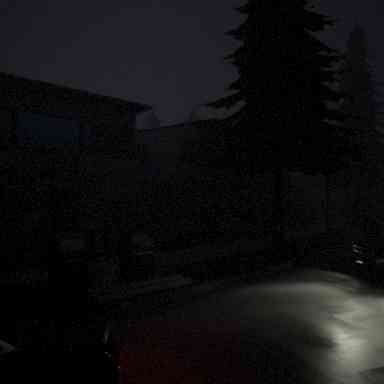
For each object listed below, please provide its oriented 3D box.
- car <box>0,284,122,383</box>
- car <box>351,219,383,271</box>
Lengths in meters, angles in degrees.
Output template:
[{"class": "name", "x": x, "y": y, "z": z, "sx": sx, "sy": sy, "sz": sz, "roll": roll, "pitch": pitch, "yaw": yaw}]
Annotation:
[{"class": "car", "x": -2.914, "y": 1.502, "z": 2.182, "sx": 4.902, "sy": 1.511, "sz": 2.128, "roll": 0, "pitch": 0, "yaw": -36}, {"class": "car", "x": 6.701, "y": 1.583, "z": 10.626, "sx": 1.882, "sy": 1.535, "sz": 5.008, "roll": 0, "pitch": -1, "yaw": 43}]
